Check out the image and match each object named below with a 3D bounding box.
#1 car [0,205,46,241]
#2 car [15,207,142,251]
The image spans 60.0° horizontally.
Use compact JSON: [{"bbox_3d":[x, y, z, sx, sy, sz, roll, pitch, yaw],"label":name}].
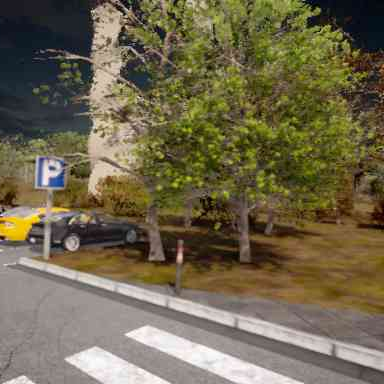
[{"bbox_3d":[-6.441,1.488,15.656,2.097,1.535,5.008,1,0,38],"label":"car"},{"bbox_3d":[-4.271,1.509,13.958,2.231,1.521,4.892,0,0,38],"label":"car"}]
